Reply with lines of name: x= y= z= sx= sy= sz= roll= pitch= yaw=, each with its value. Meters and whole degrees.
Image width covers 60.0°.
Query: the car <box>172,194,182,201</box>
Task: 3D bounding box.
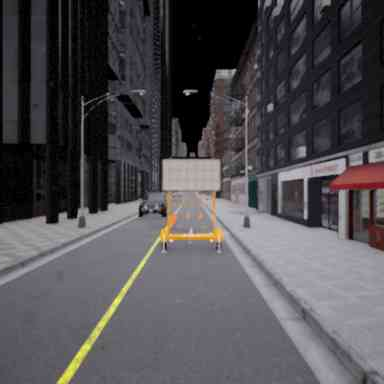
car: x=-3.090 y=1.151 z=70.237 sx=2.033 sy=1.411 sz=5.357 roll=0 pitch=0 yaw=0

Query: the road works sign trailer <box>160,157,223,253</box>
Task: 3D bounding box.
road works sign trailer: x=-0.017 y=0.388 z=13.379 sx=2.380 sy=3.560 sz=2.880 roll=0 pitch=0 yaw=0

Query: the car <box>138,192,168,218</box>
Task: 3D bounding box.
car: x=-3.134 y=1.065 z=28.214 sx=2.150 sy=2.045 sz=5.566 roll=0 pitch=0 yaw=0
